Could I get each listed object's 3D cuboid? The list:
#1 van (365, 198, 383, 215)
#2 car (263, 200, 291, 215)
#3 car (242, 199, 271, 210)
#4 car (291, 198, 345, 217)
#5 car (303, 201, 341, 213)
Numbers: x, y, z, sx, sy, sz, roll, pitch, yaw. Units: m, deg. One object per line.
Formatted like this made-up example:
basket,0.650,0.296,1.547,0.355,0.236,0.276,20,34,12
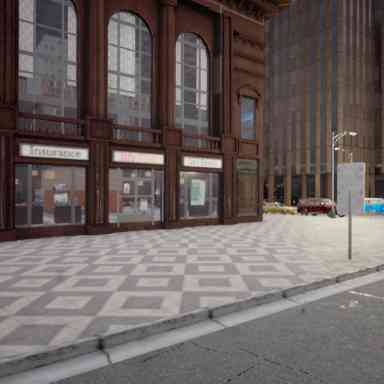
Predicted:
van,19.673,1.588,37.597,1.690,1.788,3.998,-1,0,-35
car,9.570,1.797,37.136,1.752,1.417,4.829,0,0,-35
car,9.956,1.890,51.388,1.967,1.590,4.097,-1,0,-35
car,12.710,1.521,32.679,2.192,1.841,5.009,0,0,-35
car,16.437,1.896,42.193,1.802,1.307,4.206,-1,0,-35
